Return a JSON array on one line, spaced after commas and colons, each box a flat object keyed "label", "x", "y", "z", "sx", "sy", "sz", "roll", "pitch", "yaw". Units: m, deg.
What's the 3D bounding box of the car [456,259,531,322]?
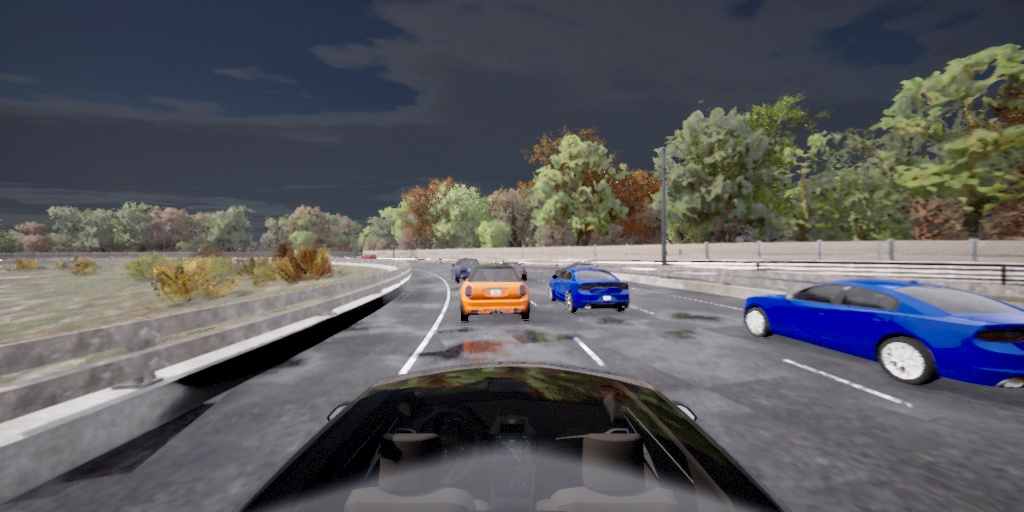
[{"label": "car", "x": -0.680, "y": 1.049, "z": 12.373, "sx": 2.097, "sy": 1.767, "sz": 4.553, "roll": 0, "pitch": 0, "yaw": -6}]

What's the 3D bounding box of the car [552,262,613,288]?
[{"label": "car", "x": 4.523, "y": 1.161, "z": 24.006, "sx": 2.033, "sy": 1.411, "sz": 5.357, "roll": 0, "pitch": 0, "yaw": -13}]

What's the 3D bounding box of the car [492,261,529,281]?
[{"label": "car", "x": -0.209, "y": 1.174, "z": 28.772, "sx": 1.994, "sy": 1.385, "sz": 4.181, "roll": 0, "pitch": 0, "yaw": -14}]

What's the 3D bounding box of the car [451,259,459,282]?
[{"label": "car", "x": -3.486, "y": 0.983, "z": 27.501, "sx": 2.097, "sy": 1.767, "sz": 4.553, "roll": 0, "pitch": 0, "yaw": -14}]

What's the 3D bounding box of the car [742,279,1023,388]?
[{"label": "car", "x": 6.792, "y": 1.170, "z": 6.946, "sx": 1.882, "sy": 1.535, "sz": 5.008, "roll": 0, "pitch": 1, "yaw": -3}]

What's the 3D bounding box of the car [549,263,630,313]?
[{"label": "car", "x": 2.703, "y": 1.153, "z": 13.645, "sx": 1.882, "sy": 1.535, "sz": 5.008, "roll": 0, "pitch": 0, "yaw": -6}]
